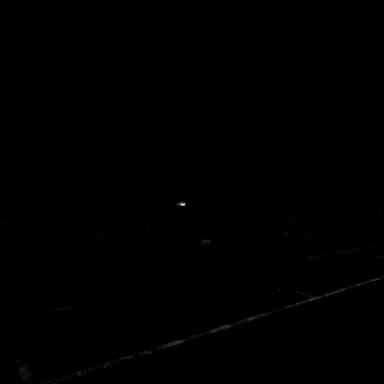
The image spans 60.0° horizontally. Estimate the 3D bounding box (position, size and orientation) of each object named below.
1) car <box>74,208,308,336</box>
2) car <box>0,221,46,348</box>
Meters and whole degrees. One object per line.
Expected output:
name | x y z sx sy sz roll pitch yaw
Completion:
car | 0.288 1.295 6.850 5.009 1.841 2.192 0 0 -35
car | -4.279 1.323 3.594 5.009 1.841 2.192 0 0 -35
